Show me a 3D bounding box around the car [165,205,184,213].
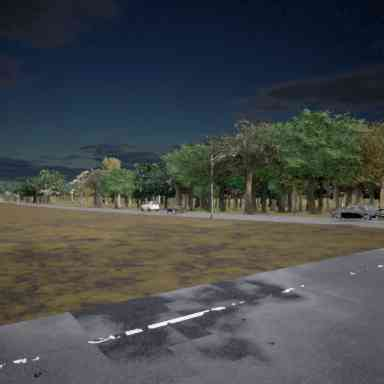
[{"bbox_3d":[-3.308,3.248,62.761,1.837,1.490,4.892,1,-2,-33],"label":"car"}]

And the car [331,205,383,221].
[{"bbox_3d":[16.396,2.070,33.056,2.128,1.511,4.902,1,-2,-37],"label":"car"}]

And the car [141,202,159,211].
[{"bbox_3d":[-9.039,3.105,71.515,2.150,2.045,5.566,1,-2,-33],"label":"car"}]
